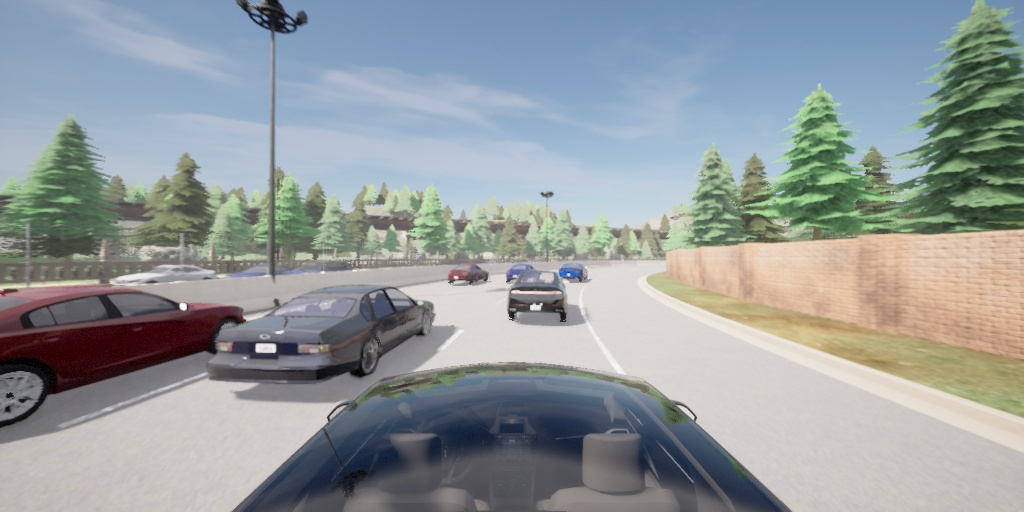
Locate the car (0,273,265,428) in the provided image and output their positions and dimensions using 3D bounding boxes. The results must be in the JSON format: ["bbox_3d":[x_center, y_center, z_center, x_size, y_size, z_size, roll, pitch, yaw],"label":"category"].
[{"bbox_3d":[-6.666,1.203,5.612,1.882,1.535,5.008,0,0,2],"label":"car"}]

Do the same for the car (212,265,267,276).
[{"bbox_3d":[-15.290,1.242,22.202,1.812,1.442,4.674,0,0,12],"label":"car"}]

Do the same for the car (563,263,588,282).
[{"bbox_3d":[5.208,1.309,30.164,1.882,1.535,5.008,0,0,19],"label":"car"}]

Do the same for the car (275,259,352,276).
[{"bbox_3d":[-11.786,1.085,21.787,2.097,1.767,4.553,0,0,12],"label":"car"}]

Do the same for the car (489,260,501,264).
[{"bbox_3d":[-3.328,1.376,60.483,1.812,1.442,4.674,0,0,33],"label":"car"}]

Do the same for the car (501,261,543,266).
[{"bbox_3d":[0.881,1.333,28.243,1.812,1.442,4.674,0,0,17],"label":"car"}]

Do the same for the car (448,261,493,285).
[{"bbox_3d":[-3.197,1.310,26.763,1.812,1.442,4.674,0,0,16],"label":"car"}]

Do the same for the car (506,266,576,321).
[{"bbox_3d":[0.984,1.268,12.596,2.128,1.511,4.902,0,0,7],"label":"car"}]

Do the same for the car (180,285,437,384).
[{"bbox_3d":[-3.129,1.293,7.330,2.033,1.411,5.357,0,0,4],"label":"car"}]

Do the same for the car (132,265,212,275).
[{"bbox_3d":[-19.238,1.219,20.173,1.812,1.442,4.674,0,0,10],"label":"car"}]

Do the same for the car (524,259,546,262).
[{"bbox_3d":[4.230,1.237,59.186,2.097,1.767,4.553,0,0,35],"label":"car"}]
